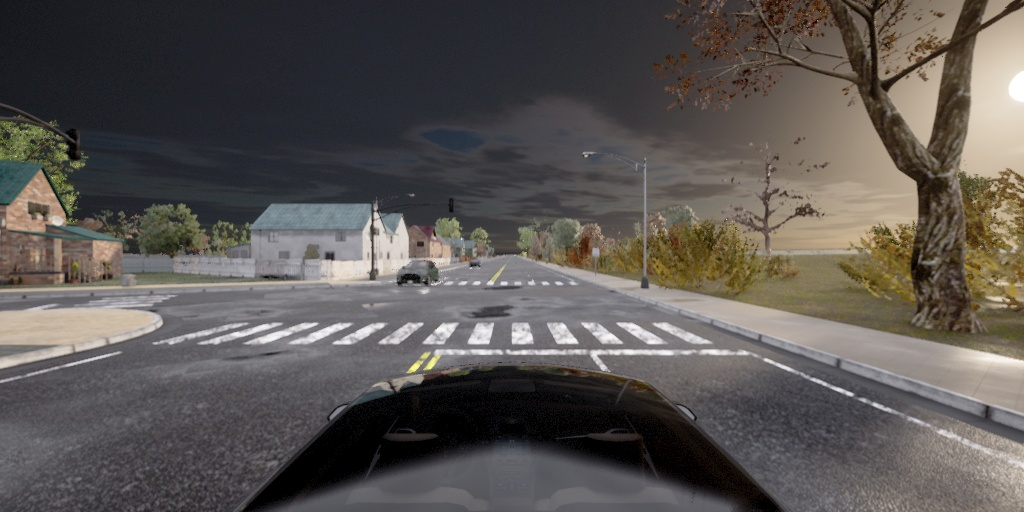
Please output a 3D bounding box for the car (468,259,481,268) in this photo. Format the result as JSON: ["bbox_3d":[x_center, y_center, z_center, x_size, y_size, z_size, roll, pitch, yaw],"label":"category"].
[{"bbox_3d":[-6.363,1.278,62.132,2.033,1.411,5.357,0,0,0],"label":"car"}]

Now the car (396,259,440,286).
[{"bbox_3d":[-6.449,1.064,25.009,2.097,1.767,4.553,0,0,0],"label":"car"}]
